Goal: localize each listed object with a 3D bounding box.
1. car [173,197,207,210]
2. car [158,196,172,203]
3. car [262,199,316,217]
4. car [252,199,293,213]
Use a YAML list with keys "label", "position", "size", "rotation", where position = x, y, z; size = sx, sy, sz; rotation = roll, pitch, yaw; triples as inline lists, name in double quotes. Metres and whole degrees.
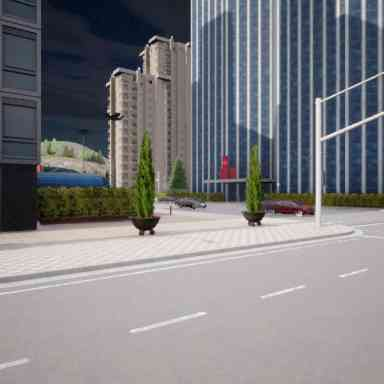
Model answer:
- label: "car"
  position: [0.021, 1.489, 44.103]
  size: [2.128, 1.511, 4.902]
  rotation: [0, 0, -36]
- label: "car"
  position: [-5.354, 1.498, 69.722]
  size: [2.128, 1.511, 4.902]
  rotation: [0, 0, -36]
- label: "car"
  position: [9.315, 1.478, 31.270]
  size: [1.882, 1.535, 5.008]
  rotation: [0, 0, -36]
- label: "car"
  position: [9.053, 1.564, 37.596]
  size: [1.994, 1.385, 4.181]
  rotation: [0, 0, -36]
